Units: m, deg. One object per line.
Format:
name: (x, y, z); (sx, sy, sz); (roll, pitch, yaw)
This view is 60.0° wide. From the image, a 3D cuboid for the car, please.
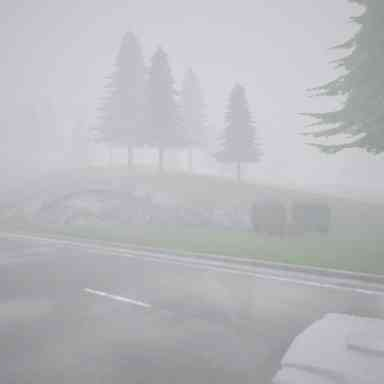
car: (2.848, 1.594, 1.964); (4.718, 1.301, 1.895); (0, 0, 35)
